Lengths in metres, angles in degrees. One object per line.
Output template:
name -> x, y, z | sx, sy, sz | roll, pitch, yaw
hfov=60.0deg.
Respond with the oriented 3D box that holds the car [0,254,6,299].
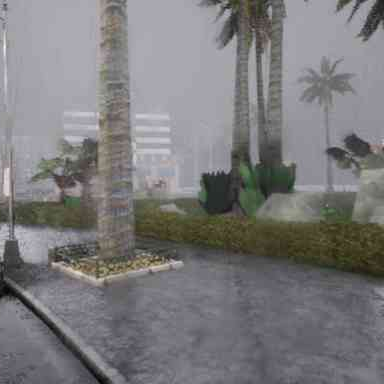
car -> -5.569, 1.492, 7.296 | 1.837, 1.490, 4.892 | -2, 1, -42
